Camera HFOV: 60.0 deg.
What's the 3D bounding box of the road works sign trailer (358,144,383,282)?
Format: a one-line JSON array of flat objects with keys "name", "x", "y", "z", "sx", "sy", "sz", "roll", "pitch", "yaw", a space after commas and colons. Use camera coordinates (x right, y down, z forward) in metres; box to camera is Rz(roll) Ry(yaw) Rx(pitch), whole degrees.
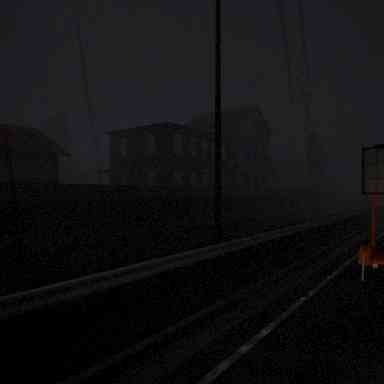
[{"name": "road works sign trailer", "x": 5.935, "y": 0.464, "z": 8.937, "sx": 2.380, "sy": 3.560, "sz": 2.880, "roll": 0, "pitch": 0, "yaw": 36}]
